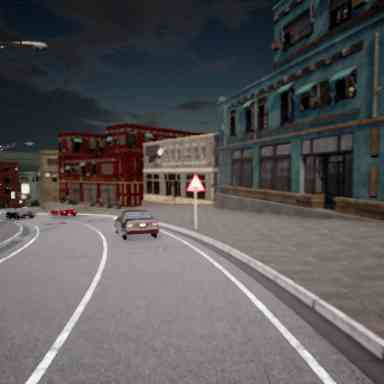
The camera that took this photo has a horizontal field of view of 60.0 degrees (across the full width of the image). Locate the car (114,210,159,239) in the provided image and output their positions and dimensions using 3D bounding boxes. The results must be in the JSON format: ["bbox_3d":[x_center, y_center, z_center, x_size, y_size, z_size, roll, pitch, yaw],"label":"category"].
[{"bbox_3d":[-3.178,1.684,18.418,2.033,1.411,5.357,-2,-1,-19],"label":"car"}]

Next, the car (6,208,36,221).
[{"bbox_3d":[-20.520,2.592,39.723,2.033,1.411,5.357,-4,0,-45],"label":"car"}]

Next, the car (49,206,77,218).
[{"bbox_3d":[-15.455,2.346,39.669,1.895,1.301,4.718,-3,0,-41],"label":"car"}]
